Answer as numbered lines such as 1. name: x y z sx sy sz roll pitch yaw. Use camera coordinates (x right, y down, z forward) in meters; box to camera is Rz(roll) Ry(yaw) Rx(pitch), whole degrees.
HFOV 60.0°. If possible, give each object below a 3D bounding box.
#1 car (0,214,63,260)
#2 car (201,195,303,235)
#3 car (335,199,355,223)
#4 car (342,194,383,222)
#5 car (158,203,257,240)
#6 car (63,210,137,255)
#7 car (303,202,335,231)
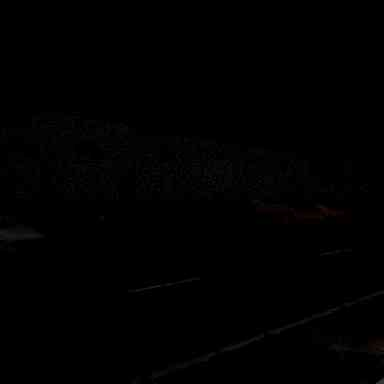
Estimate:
1. car: -6.889 1.530 11.637 4.674 1.452 2.002 -1 -1 35
2. car: 2.911 1.197 18.597 5.566 2.045 2.435 -1 -1 34
3. car: 7.618 1.435 22.191 5.366 1.575 1.946 -1 -1 35
4. car: 12.629 1.181 25.585 5.566 2.045 2.435 -1 0 35
5. car: 0.470 1.487 16.849 4.792 1.488 2.163 -1 -1 34
6. car: -4.441 1.481 13.371 5.008 1.535 2.097 -1 0 35
7. car: 5.486 1.435 20.244 5.366 1.575 1.946 -1 -1 35
